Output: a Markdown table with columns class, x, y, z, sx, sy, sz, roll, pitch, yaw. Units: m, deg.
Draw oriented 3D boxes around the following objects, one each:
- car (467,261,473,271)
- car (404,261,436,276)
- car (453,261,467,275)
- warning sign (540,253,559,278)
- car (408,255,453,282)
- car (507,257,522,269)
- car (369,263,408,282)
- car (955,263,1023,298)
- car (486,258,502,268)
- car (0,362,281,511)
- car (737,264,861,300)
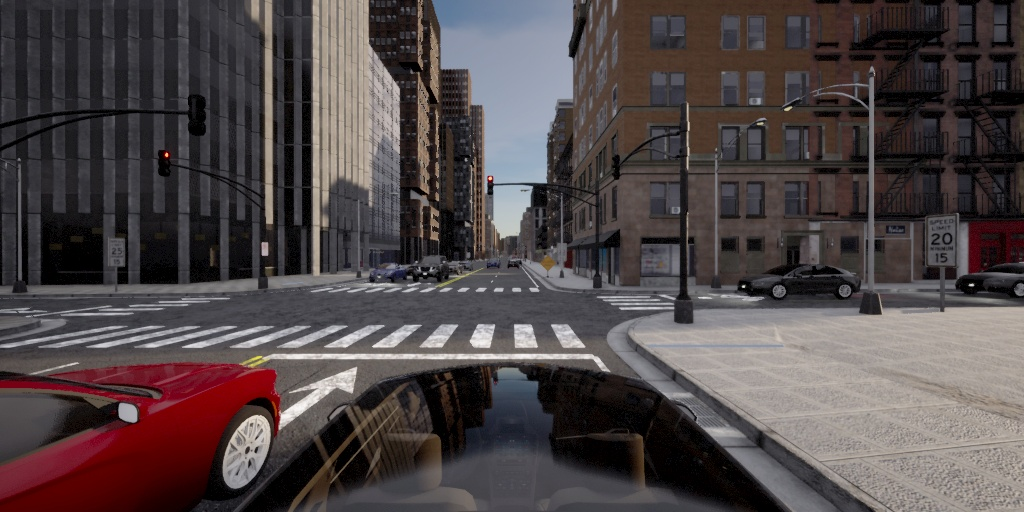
| class | x | y | z | sx | sy | sz | roll | pitch | yaw |
| --- | --- | --- | --- | --- | --- | --- | --- | --- | --- |
| car | -6.470 | 1.325 | 49.375 | 1.994 | 1.385 | 4.181 | 0 | 0 | 0 |
| car | -9.760 | 1.304 | 38.330 | 2.033 | 1.411 | 5.357 | 0 | 0 | 0 |
| car | -6.505 | 1.262 | 39.413 | 1.837 | 1.490 | 4.892 | 0 | 0 | 0 |
| warning sign | 2.917 | 0.868 | 29.148 | 1.300 | 1.860 | 1.060 | 0 | 0 | 0 |
| car | -6.546 | 0.975 | 29.497 | 2.150 | 2.045 | 5.566 | 0 | 0 | -1 |
| car | 0.193 | 1.271 | 58.753 | 1.837 | 1.490 | 4.892 | 0 | 0 | 0 |
| car | -9.784 | 1.279 | 28.743 | 1.812 | 1.442 | 4.674 | 0 | 0 | 0 |
| car | 23.173 | 1.042 | 16.193 | 4.892 | 1.490 | 1.837 | 0 | 0 | 0 |
| car | -3.050 | 1.118 | 59.502 | 2.097 | 1.767 | 4.553 | 0 | 0 | 1 |
| car | -3.153 | 1.228 | 1.429 | 1.882 | 1.535 | 5.008 | 0 | 0 | 0 |
| car | 12.908 | 1.116 | 16.281 | 4.892 | 1.490 | 1.837 | 0 | 0 | -1 |
